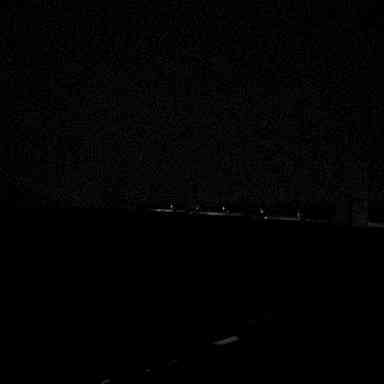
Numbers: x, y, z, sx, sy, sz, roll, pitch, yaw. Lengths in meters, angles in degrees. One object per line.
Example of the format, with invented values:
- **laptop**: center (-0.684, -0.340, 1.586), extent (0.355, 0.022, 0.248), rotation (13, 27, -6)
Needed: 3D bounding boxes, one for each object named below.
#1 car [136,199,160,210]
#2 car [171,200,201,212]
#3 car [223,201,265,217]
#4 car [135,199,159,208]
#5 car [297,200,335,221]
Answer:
- **car**: center (-6.618, 1.930, 50.029), extent (1.895, 1.301, 4.718), rotation (1, -1, -35)
- **car**: center (-0.773, 1.725, 41.869), extent (2.128, 1.511, 4.902), rotation (1, -1, -36)
- **car**: center (5.208, 1.632, 33.574), extent (2.128, 1.511, 4.902), rotation (1, -1, -36)
- **car**: center (-7.687, 1.920, 56.482), extent (1.882, 1.535, 5.008), rotation (1, -1, -36)
- **car**: center (10.674, 1.424, 26.112), extent (2.097, 1.767, 4.553), rotation (1, -1, -38)
